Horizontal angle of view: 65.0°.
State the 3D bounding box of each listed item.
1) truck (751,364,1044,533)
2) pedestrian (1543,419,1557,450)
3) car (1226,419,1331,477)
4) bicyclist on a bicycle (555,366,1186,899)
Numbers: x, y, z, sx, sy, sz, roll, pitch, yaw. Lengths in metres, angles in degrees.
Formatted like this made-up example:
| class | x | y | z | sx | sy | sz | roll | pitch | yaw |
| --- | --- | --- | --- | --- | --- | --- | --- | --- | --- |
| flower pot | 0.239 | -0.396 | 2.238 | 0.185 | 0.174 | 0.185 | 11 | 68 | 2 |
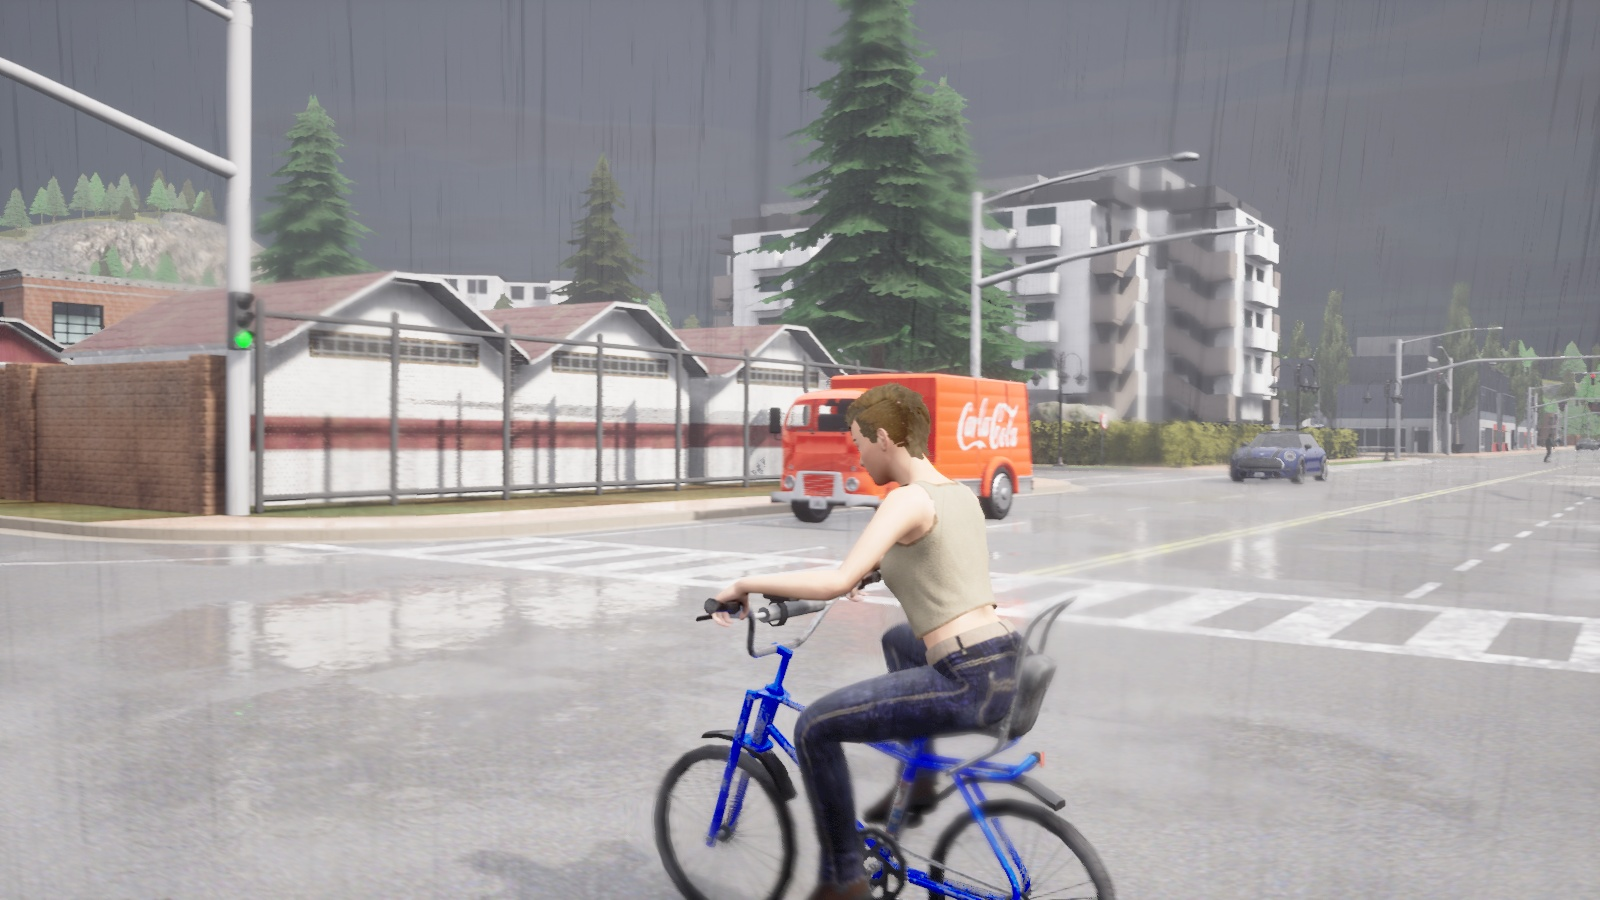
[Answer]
| class | x | y | z | sx | sy | sz | roll | pitch | yaw |
| --- | --- | --- | --- | --- | --- | --- | --- | --- | --- |
| truck | 1.818 | -0.062 | 21.259 | 2.627 | 2.467 | 5.204 | 0 | 1 | 35 |
| pedestrian | 46.093 | -0.948 | 77.173 | 0.614 | 1.847 | 0.353 | 0 | 1 | 7 |
| car | 15.501 | -0.104 | 40.534 | 2.097 | 1.767 | 4.553 | 0 | 1 | 35 |
| bicyclist on a bicycle | 0.185 | 0.618 | 3.493 | 1.509 | 1.612 | 0.866 | 0 | 1 | 34 |
